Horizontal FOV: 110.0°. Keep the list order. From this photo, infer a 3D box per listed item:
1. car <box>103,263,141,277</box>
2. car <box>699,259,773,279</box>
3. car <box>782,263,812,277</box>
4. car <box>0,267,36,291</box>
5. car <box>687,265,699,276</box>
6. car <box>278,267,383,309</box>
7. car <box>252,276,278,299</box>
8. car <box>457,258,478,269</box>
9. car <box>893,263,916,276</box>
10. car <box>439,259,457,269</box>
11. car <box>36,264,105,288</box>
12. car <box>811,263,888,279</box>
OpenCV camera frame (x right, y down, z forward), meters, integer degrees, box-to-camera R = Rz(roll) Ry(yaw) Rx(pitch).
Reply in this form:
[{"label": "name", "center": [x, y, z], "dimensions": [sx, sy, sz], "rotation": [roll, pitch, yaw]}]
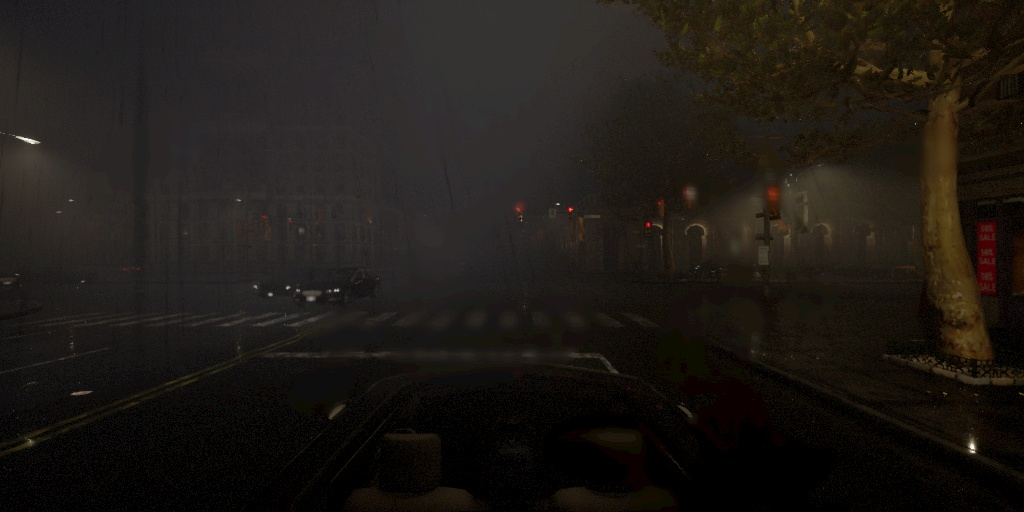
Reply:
[{"label": "car", "center": [-39.676, 1.351, 35.252], "dimensions": [4.718, 1.301, 1.895], "rotation": [0, 0, 1]}, {"label": "car", "center": [19.436, 1.255, 31.231], "dimensions": [4.892, 1.490, 1.837], "rotation": [0, 0, 1]}, {"label": "car", "center": [29.396, 1.351, 34.642], "dimensions": [4.718, 1.301, 1.895], "rotation": [0, 0, 1]}, {"label": "car", "center": [-30.499, 1.242, 19.988], "dimensions": [4.902, 1.511, 2.128], "rotation": [0, 0, 1]}, {"label": "car", "center": [19.456, 1.102, 34.733], "dimensions": [4.553, 1.767, 2.097], "rotation": [0, 0, 0]}, {"label": "car", "center": [-7.062, 1.241, 15.063], "dimensions": [2.128, 1.511, 4.902], "rotation": [0, 0, 0]}, {"label": "car", "center": [-10.552, 1.297, 18.323], "dimensions": [2.033, 1.411, 5.357], "rotation": [0, 0, 0]}, {"label": "car", "center": [-6.915, 1.351, 56.613], "dimensions": [1.895, 1.301, 4.718], "rotation": [0, 0, 0]}, {"label": "car", "center": [39.859, 1.228, 34.536], "dimensions": [5.008, 1.535, 1.882], "rotation": [0, 0, 1]}, {"label": "car", "center": [-10.409, 1.276, 57.146], "dimensions": [1.812, 1.442, 4.674], "rotation": [0, 0, 0]}, {"label": "car", "center": [-30.277, 1.351, 23.485], "dimensions": [4.718, 1.301, 1.895], "rotation": [0, 0, 1]}, {"label": "car", "center": [29.383, 1.351, 31.142], "dimensions": [4.718, 1.301, 1.895], "rotation": [0, 0, 1]}]
